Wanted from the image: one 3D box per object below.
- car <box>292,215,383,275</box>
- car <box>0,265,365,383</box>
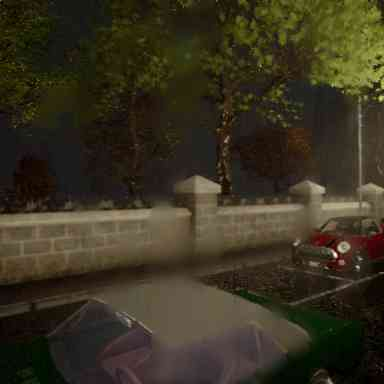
[{"bbox_3d":[5.020,1.528,10.701,4.097,1.590,1.967,0,-1,-38],"label":"car"},{"bbox_3d":[-0.472,1.632,2.895,4.718,1.301,1.895,0,-1,-38],"label":"car"}]
